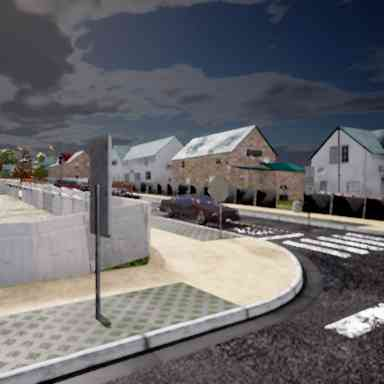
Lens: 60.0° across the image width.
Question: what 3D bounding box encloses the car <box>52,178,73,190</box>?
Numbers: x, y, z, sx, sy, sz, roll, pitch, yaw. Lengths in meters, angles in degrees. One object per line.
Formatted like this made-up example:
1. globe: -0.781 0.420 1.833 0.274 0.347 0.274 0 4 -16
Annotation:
1. car: -20.198 -1.225 51.732 2.097 1.767 4.553 0 3 -35

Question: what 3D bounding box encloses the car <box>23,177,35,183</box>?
1. car: -40.006 -2.956 81.312 2.097 1.767 4.553 -3 4 -35

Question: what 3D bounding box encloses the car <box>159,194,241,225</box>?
1. car: 0.212 0.834 17.964 2.033 1.411 5.357 0 3 -35

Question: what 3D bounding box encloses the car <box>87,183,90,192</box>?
1. car: -14.617 -0.575 43.934 2.033 1.411 5.357 0 3 -35

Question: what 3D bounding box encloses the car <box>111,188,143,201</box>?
1. car: -5.683 0.403 26.295 1.895 1.301 4.718 0 3 -35

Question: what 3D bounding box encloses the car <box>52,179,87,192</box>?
1. car: -14.104 -0.539 38.230 2.097 1.767 4.553 0 3 -35
